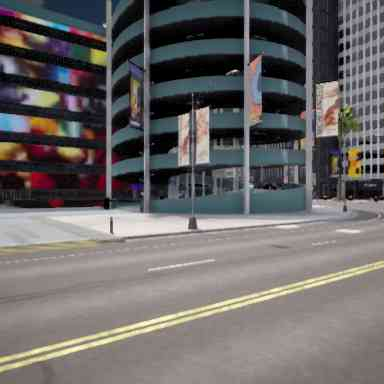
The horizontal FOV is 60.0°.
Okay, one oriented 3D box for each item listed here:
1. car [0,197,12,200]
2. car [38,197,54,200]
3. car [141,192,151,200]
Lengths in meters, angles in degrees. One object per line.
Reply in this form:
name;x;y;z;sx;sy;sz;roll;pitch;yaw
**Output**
car;-24.296;1.295;43.080;2.002;1.452;4.674;0;0;-36
car;-25.121;1.438;57.013;1.895;1.301;4.718;0;0;-36
car;-10.604;1.005;68.509;2.435;2.045;5.566;0;0;-36
